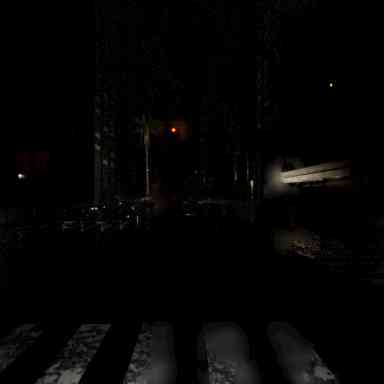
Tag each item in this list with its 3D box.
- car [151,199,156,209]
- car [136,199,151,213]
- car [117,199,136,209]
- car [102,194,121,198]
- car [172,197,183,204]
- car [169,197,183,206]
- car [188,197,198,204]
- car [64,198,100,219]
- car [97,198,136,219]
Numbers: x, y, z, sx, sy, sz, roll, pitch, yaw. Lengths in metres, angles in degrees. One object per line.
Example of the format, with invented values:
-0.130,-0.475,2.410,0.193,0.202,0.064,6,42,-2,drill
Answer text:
-6.500,1.735,48.939,1.895,1.301,4.718,0,0,0,car
-6.528,1.587,39.051,2.128,1.511,4.902,0,0,0,car
-9.744,1.701,49.754,1.994,1.385,4.181,0,0,0,car
-9.780,1.320,39.793,2.150,2.045,5.566,0,0,0,car
-3.018,1.791,69.793,1.994,1.385,4.181,0,0,0,car
-3.042,1.704,59.057,1.812,1.442,4.674,0,0,0,car
0.232,1.791,69.812,1.994,1.385,4.181,0,0,0,car
-9.793,1.544,29.847,1.882,1.535,5.008,0,0,0,car
-6.547,1.543,29.583,1.882,1.535,5.008,0,0,0,car
